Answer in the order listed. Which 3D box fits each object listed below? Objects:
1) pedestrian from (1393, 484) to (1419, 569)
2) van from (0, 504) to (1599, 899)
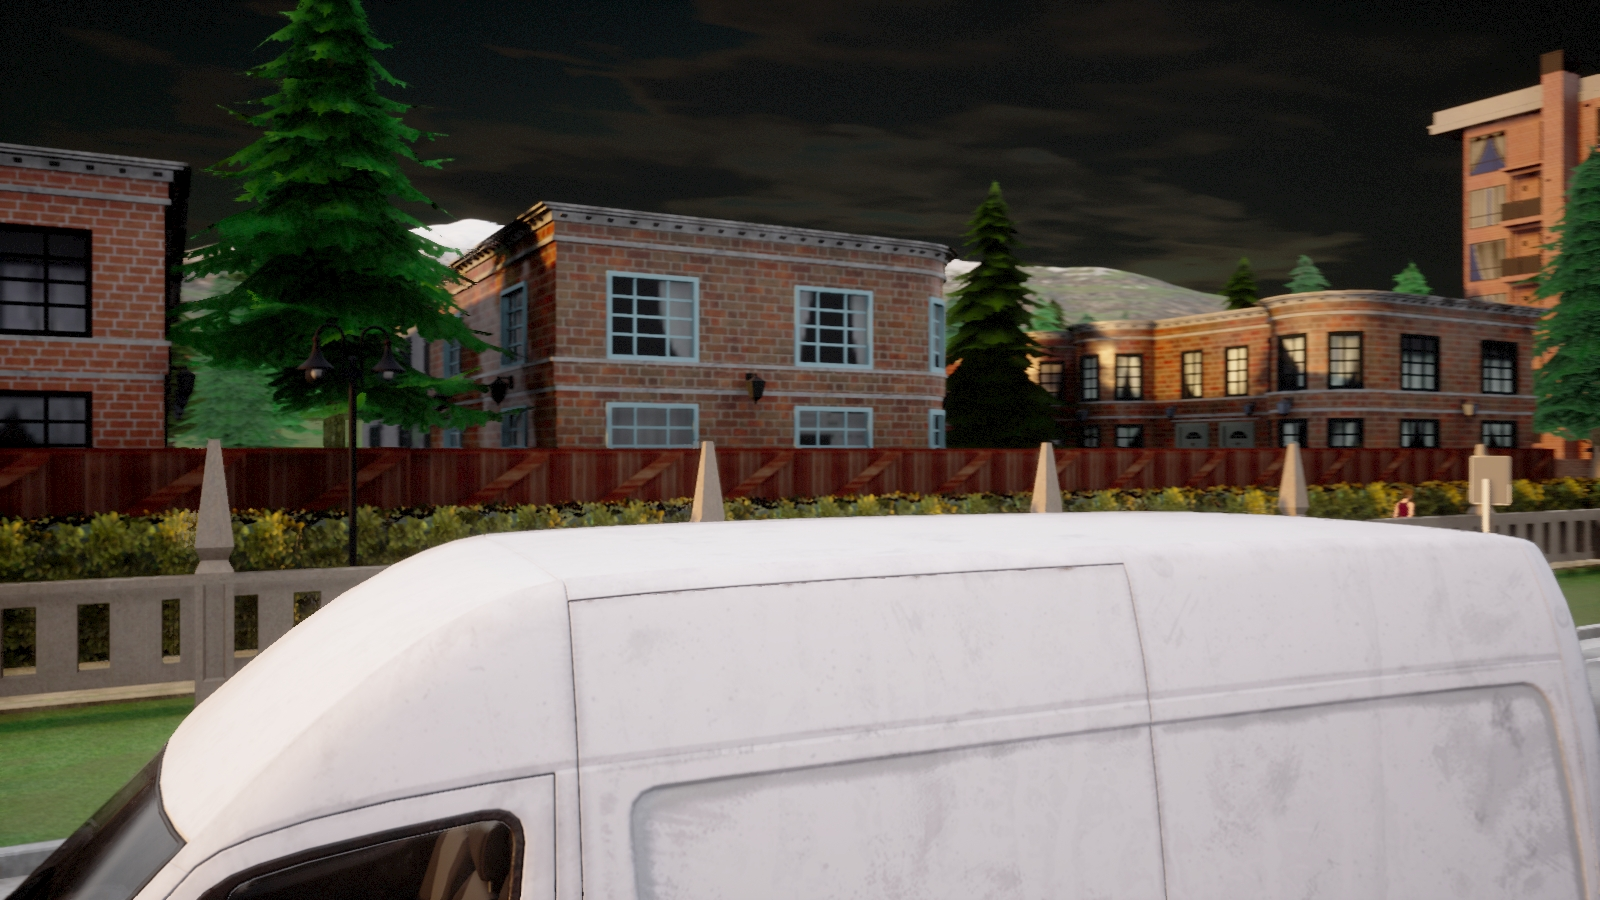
[{"bbox_3d":[13.583,1.708,25.615,0.375,1.860,0.375,0,0,-29],"label":"pedestrian"},{"bbox_3d":[-0.321,1.538,3.447,5.915,2.561,1.988,0,0,-23],"label":"van"}]
